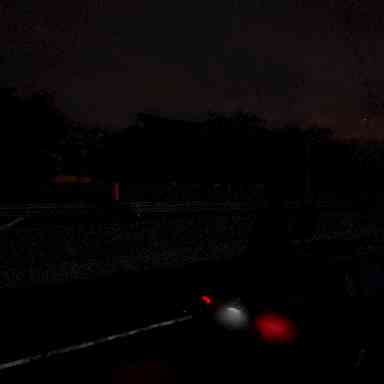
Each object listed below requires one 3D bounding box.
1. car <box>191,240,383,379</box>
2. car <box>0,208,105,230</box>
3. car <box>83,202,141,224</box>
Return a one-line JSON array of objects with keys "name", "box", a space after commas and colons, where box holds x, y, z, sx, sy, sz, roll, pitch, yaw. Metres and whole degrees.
[{"name": "car", "box": [2.564, 1.559, 5.573, 5.357, 1.411, 2.033, 0, 0, -35]}, {"name": "car", "box": [-6.006, 1.531, 12.593, 4.674, 1.442, 1.812, 0, 0, -35]}, {"name": "car", "box": [-5.026, 1.366, 17.570, 4.553, 1.767, 2.097, 0, 0, -35]}]
